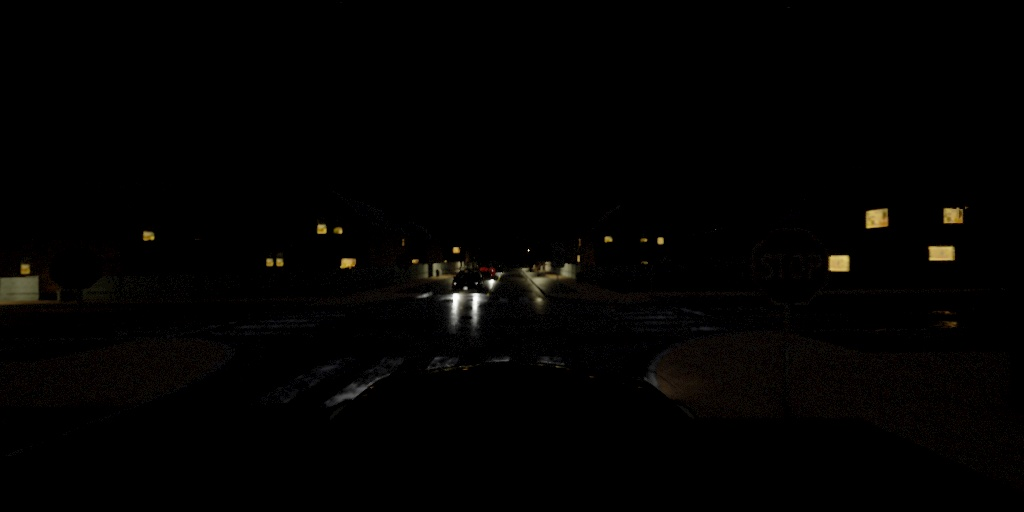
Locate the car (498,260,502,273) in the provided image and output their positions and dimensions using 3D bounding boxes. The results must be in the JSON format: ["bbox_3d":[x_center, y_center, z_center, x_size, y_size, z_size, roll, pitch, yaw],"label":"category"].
[{"bbox_3d":[-2.800,1.678,59.782,2.150,2.045,5.566,0,-1,0],"label":"car"}]

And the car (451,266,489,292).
[{"bbox_3d":[-2.836,1.572,24.038,2.033,1.411,5.357,0,-1,-1],"label":"car"}]

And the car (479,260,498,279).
[{"bbox_3d":[-2.876,1.558,38.544,2.097,1.767,4.553,0,-1,0],"label":"car"}]
